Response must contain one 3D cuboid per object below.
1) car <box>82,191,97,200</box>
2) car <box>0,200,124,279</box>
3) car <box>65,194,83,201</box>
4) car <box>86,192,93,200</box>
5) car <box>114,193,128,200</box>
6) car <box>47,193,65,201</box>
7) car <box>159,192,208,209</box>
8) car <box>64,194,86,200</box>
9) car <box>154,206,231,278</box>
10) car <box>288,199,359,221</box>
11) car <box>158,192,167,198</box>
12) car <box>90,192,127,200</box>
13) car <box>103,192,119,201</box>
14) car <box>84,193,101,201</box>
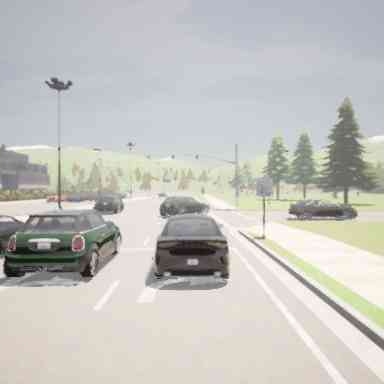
[{"bbox_3d":[-23.286,0.761,75.951,2.097,1.767,4.553,0,0,0],"label":"car"},{"bbox_3d":[-3.530,1.273,9.984,2.097,1.767,4.553,0,0,-1],"label":"car"},{"bbox_3d":[-23.286,1.038,65.792,1.994,1.385,4.181,0,0,0],"label":"car"},{"bbox_3d":[-16.286,1.053,57.718,1.837,1.490,4.892,0,0,0],"label":"car"},{"bbox_3d":[-16.286,0.924,76.897,2.128,1.511,4.902,0,0,0],"label":"car"},{"bbox_3d":[-23.286,0.903,57.461,2.097,1.767,4.553,0,0,0],"label":"car"},{"bbox_3d":[-0.528,1.133,27.794,2.097,1.767,4.553,1,1,39],"label":"car"},{"bbox_3d":[-19.786,1.116,57.304,1.994,1.385,4.181,0,0,0],"label":"car"},{"bbox_3d":[-0.029,1.399,9.945,1.882,1.535,5.008,0,1,-1],"label":"car"},{"bbox_3d":[9.659,1.298,24.615,4.902,1.511,2.128,0,0,2],"label":"car"},{"bbox_3d":[-8.293,0.794,93.465,2.128,1.511,4.902,0,0,0],"label":"car"},{"bbox_3d":[-7.800,1.103,31.749,2.097,1.767,4.553,0,0,-2],"label":"car"},{"bbox_3d":[-16.286,0.831,66.891,2.097,1.767,4.553,0,0,0],"label":"car"},{"bbox_3d":[-19.786,0.961,66.057,1.882,1.535,5.008,0,0,0],"label":"car"}]
